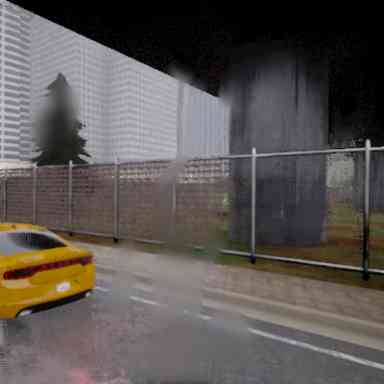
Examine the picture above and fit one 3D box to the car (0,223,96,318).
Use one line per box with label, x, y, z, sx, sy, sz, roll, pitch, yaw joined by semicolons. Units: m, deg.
car;-4.160;1.393;6.986;5.008;1.535;1.882;1;1;35
